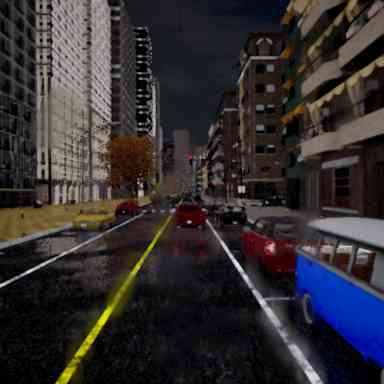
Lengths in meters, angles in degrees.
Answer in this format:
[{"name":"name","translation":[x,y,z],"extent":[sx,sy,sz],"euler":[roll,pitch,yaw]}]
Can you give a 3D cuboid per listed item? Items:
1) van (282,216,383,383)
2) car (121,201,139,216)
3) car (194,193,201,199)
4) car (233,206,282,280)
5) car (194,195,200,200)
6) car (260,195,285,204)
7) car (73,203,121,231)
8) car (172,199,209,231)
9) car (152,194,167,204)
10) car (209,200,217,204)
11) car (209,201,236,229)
[{"name":"van","translation":[2.643,1.319,4.369],"extent":[1.690,1.788,3.998],"euler":[0,0,-1]},{"name":"car","translation":[-6.135,1.527,31.910],"extent":[1.887,1.381,4.507],"euler":[0,0,-1]},{"name":"car","translation":[1.458,1.471,86.504],"extent":[1.947,1.339,4.313],"euler":[0,0,-1]},{"name":"car","translation":[2.563,1.409,9.902],"extent":[1.967,1.590,4.097],"euler":[0,0,-1]},{"name":"car","translation":[1.375,1.431,92.196],"extent":[1.752,1.417,4.829],"euler":[0,0,-1]},{"name":"car","translation":[12.698,1.200,51.589],"extent":[4.403,1.369,2.008],"euler":[-1,1,-1]},{"name":"car","translation":[-5.973,1.523,20.675],"extent":[1.752,1.417,4.829],"euler":[0,0,-1]},{"name":"car","translation":[-0.187,1.444,20.403],"extent":[1.882,1.535,5.008],"euler":[0,0,-1]},{"name":"car","translation":[-6.605,1.273,64.294],"extent":[2.192,1.841,5.009],"euler":[0,0,-1]},{"name":"car","translation":[2.244,1.487,32.030],"extent":[2.008,1.369,4.403],"euler":[0,0,-1]},{"name":"car","translation":[2.404,1.502,20.966],"extent":[2.008,1.369,4.403],"euler":[0,0,-1]}]
